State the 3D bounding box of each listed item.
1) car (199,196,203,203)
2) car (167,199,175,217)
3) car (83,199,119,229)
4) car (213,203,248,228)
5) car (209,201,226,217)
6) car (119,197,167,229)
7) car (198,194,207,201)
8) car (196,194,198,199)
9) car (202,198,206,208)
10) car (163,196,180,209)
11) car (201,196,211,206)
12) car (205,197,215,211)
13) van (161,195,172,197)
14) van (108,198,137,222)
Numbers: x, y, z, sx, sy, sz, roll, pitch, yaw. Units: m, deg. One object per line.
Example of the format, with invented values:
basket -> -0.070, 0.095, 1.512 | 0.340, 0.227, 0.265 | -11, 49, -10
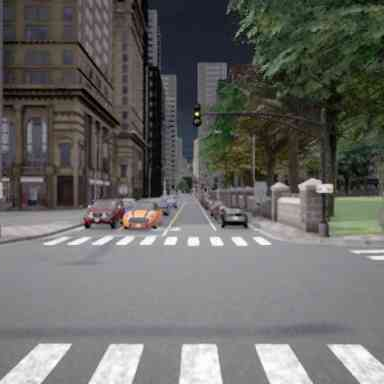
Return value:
car -> 2.668, 1.796, 55.350 | 1.947, 1.339, 4.313 | 0, 0, 0
car -> -3.130, 1.692, 33.465 | 2.033, 1.411, 5.357 | 0, 0, 0
car -> -5.802, 1.414, 22.834 | 2.192, 1.841, 5.009 | 0, 0, 0
car -> 2.723, 1.672, 22.828 | 1.947, 1.339, 4.313 | 0, 0, 0
car -> 2.714, 1.711, 28.248 | 1.802, 1.307, 4.206 | 0, 0, 0
car -> -3.170, 1.451, 22.316 | 2.097, 1.767, 4.553 | 0, 0, 1
car -> 2.660, 1.562, 60.771 | 2.192, 1.841, 5.009 | 0, 0, 0
car -> 2.633, 1.612, 77.032 | 2.192, 1.841, 5.009 | 0, 0, 0
car -> 2.686, 1.774, 44.509 | 1.802, 1.307, 4.206 | 0, 0, 0
car -> -3.110, 1.729, 49.130 | 1.812, 1.442, 4.674 | 0, 0, 0
car -> 2.677, 1.756, 49.930 | 1.887, 1.381, 4.507 | 0, 0, 0
car -> 2.705, 1.591, 33.669 | 1.967, 1.590, 4.097 | 0, 0, 0
van -> -5.884, 1.615, 71.617 | 1.690, 1.788, 3.998 | 0, 0, 0
van -> -5.811, 1.463, 28.254 | 1.690, 1.788, 3.998 | 0, 0, 0
